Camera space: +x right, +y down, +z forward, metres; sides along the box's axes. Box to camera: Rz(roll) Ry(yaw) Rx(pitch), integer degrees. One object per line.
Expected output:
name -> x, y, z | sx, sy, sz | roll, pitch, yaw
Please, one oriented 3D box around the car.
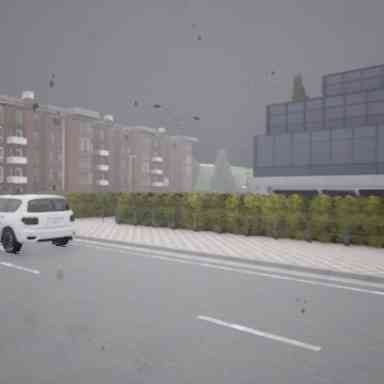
car -> -6.946, 1.110, 13.214 | 5.566, 2.045, 2.150 | 1, 0, 36
